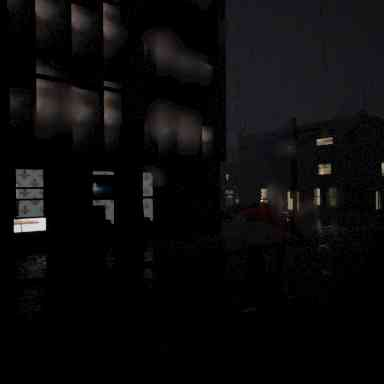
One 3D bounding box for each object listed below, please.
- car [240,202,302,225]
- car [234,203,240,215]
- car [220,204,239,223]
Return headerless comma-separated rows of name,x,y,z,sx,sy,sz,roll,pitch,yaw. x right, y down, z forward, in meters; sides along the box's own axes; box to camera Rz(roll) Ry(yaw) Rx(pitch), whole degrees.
car,6.439,1.624,26.573,2.097,1.767,4.553,-1,0,-37
car,5.189,1.920,38.102,2.008,1.369,4.403,-2,0,-37
car,1.575,1.935,28.505,1.947,1.339,4.313,-2,0,-37
